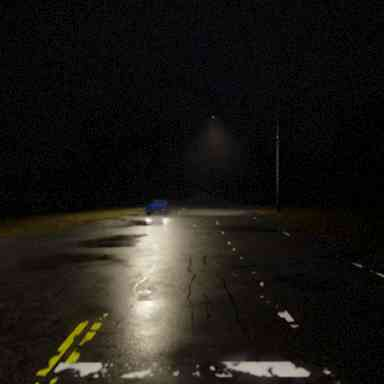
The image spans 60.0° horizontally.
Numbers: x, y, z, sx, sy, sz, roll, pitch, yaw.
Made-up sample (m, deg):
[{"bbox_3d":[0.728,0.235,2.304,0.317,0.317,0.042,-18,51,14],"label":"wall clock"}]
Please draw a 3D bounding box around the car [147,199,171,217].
[{"bbox_3d":[-3.146,1.509,32.152,1.882,1.535,5.008,0,0,2],"label":"car"}]
